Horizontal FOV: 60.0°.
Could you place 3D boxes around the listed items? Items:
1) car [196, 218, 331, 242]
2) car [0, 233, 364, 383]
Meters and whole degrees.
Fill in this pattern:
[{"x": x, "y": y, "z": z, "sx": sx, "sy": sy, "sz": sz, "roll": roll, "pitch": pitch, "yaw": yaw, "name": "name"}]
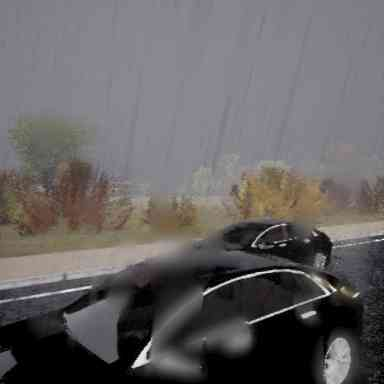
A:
[{"x": 1.767, "y": 1.507, "z": 8.875, "sx": 4.892, "sy": 1.490, "sz": 1.837, "roll": 0, "pitch": 0, "yaw": -35, "name": "car"}, {"x": -0.032, "y": 1.504, "z": 3.636, "sx": 4.892, "sy": 1.490, "sz": 1.837, "roll": 0, "pitch": 0, "yaw": -35, "name": "car"}]
